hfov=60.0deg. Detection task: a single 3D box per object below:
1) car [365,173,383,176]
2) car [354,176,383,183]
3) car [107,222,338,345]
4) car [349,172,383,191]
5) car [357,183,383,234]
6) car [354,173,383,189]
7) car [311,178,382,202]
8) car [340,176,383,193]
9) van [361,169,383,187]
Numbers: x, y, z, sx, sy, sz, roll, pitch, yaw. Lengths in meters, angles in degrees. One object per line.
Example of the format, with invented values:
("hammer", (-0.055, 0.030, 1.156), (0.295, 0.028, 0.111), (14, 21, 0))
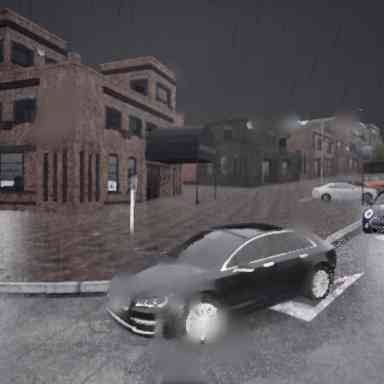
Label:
("car", (15.550, -0.676, 30.556), (4.553, 1.767, 2.185), (-2, 4, 19))
("car", (13.703, -0.282, 28.291), (4.792, 1.488, 2.163), (-2, 4, 19))
("car", (0.842, 1.412, 6.380), (4.892, 1.490, 1.837), (-2, 2, -35))
("car", (19.265, -1.155, 35.115), (4.553, 1.767, 2.185), (-2, 4, 19))
("car", (8.818, 0.749, 14.184), (2.097, 1.767, 4.553), (1, 5, 39))
("car", (21.097, -1.270, 37.419), (5.008, 1.535, 2.097), (-2, 4, 19))
("car", (11.820, -0.031, 26.018), (4.674, 1.452, 2.002), (-2, 4, 19))
("car", (17.359, -0.760, 32.867), (4.792, 1.488, 2.163), (-2, 4, 19))
("van", (22.836, -1.730, 39.710), (4.442, 1.987, 1.878), (-2, 4, 19))
